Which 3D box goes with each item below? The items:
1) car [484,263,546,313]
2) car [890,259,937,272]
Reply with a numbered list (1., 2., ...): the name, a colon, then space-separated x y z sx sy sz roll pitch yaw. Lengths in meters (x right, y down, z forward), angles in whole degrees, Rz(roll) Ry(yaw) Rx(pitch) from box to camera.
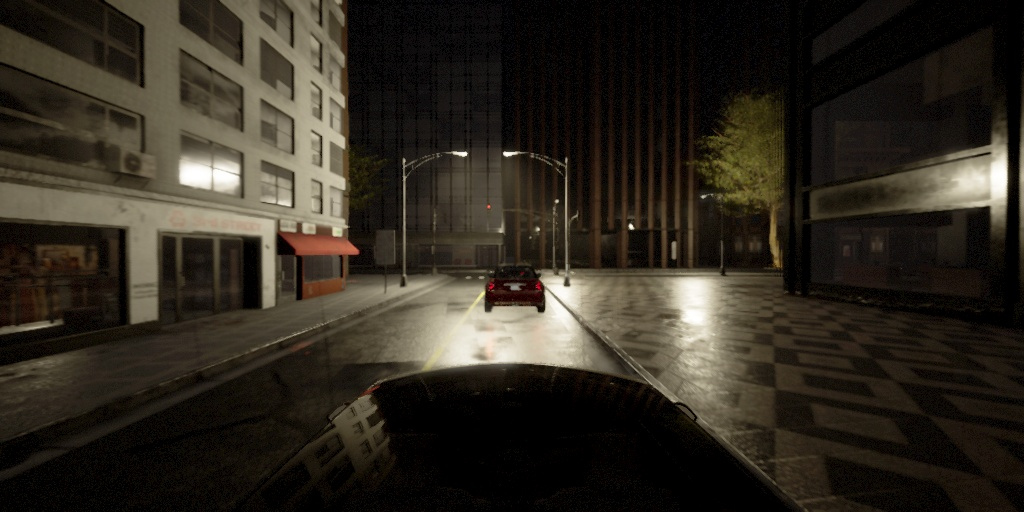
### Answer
1. car: 0.100 1.049 13.909 2.097 1.767 4.553 0 0 0
2. car: 43.268 1.029 38.686 4.181 1.385 1.994 0 0 1
